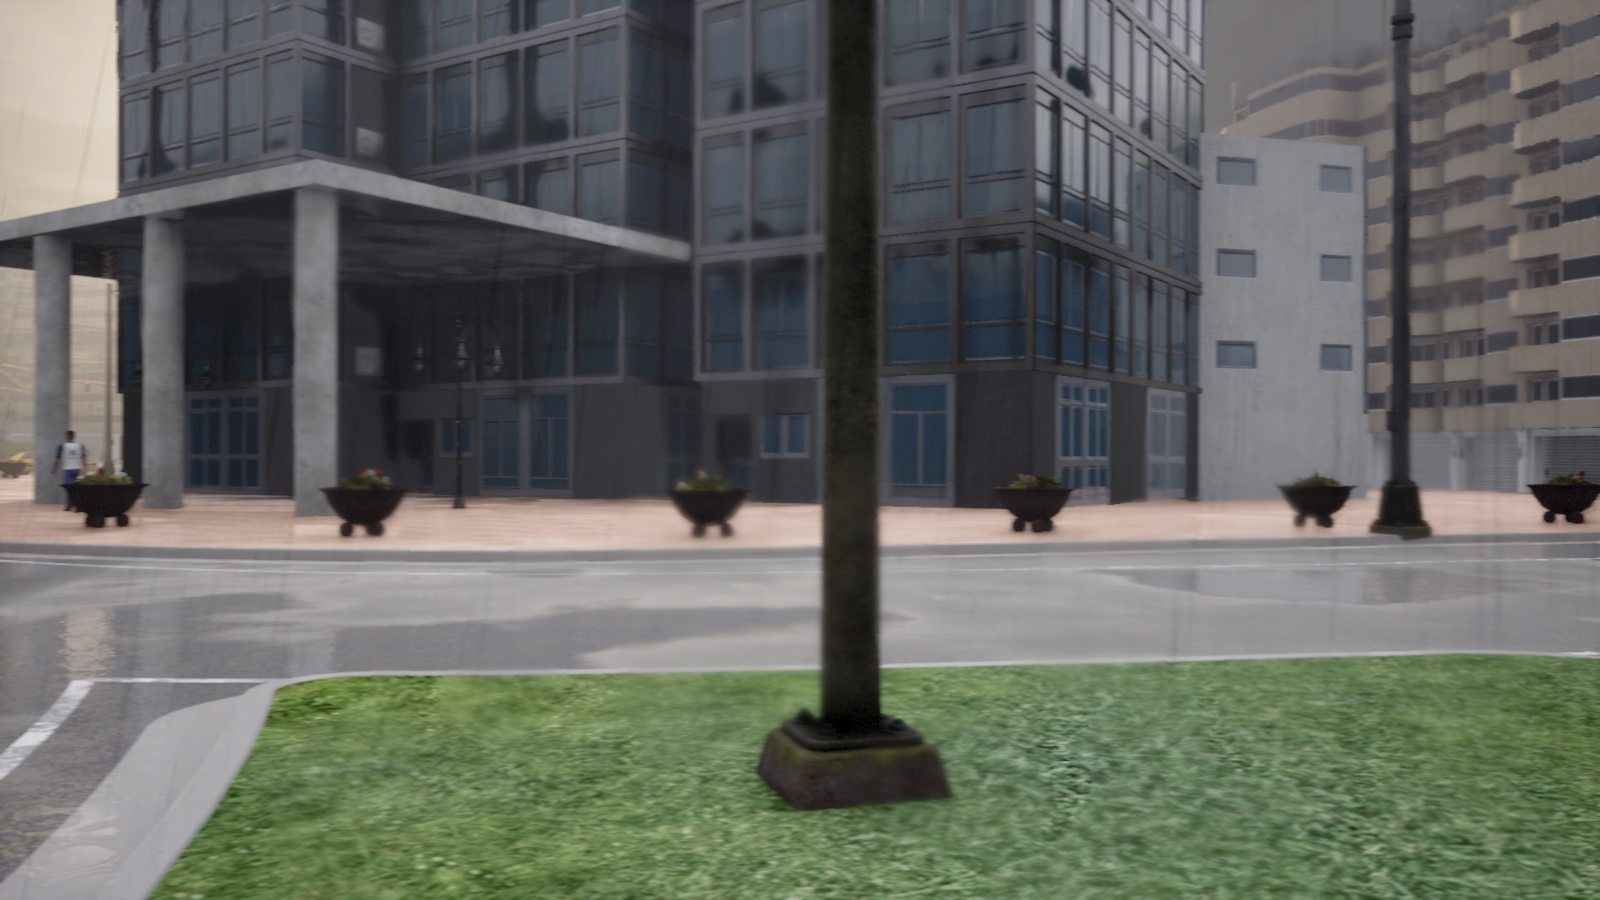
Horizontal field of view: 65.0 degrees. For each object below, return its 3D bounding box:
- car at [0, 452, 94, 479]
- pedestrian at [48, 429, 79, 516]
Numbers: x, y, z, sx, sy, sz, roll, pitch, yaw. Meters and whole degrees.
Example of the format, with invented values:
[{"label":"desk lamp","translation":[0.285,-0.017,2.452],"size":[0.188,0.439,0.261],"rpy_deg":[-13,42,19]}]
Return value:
[{"label":"car","translation":[-44.534,0.888,73.468],"size":[5.366,1.575,1.801],"rpy_deg":[0,0,-17]},{"label":"pedestrian","translation":[-15.648,0.473,26.684],"size":[0.706,1.836,0.354],"rpy_deg":[0,0,39]}]
